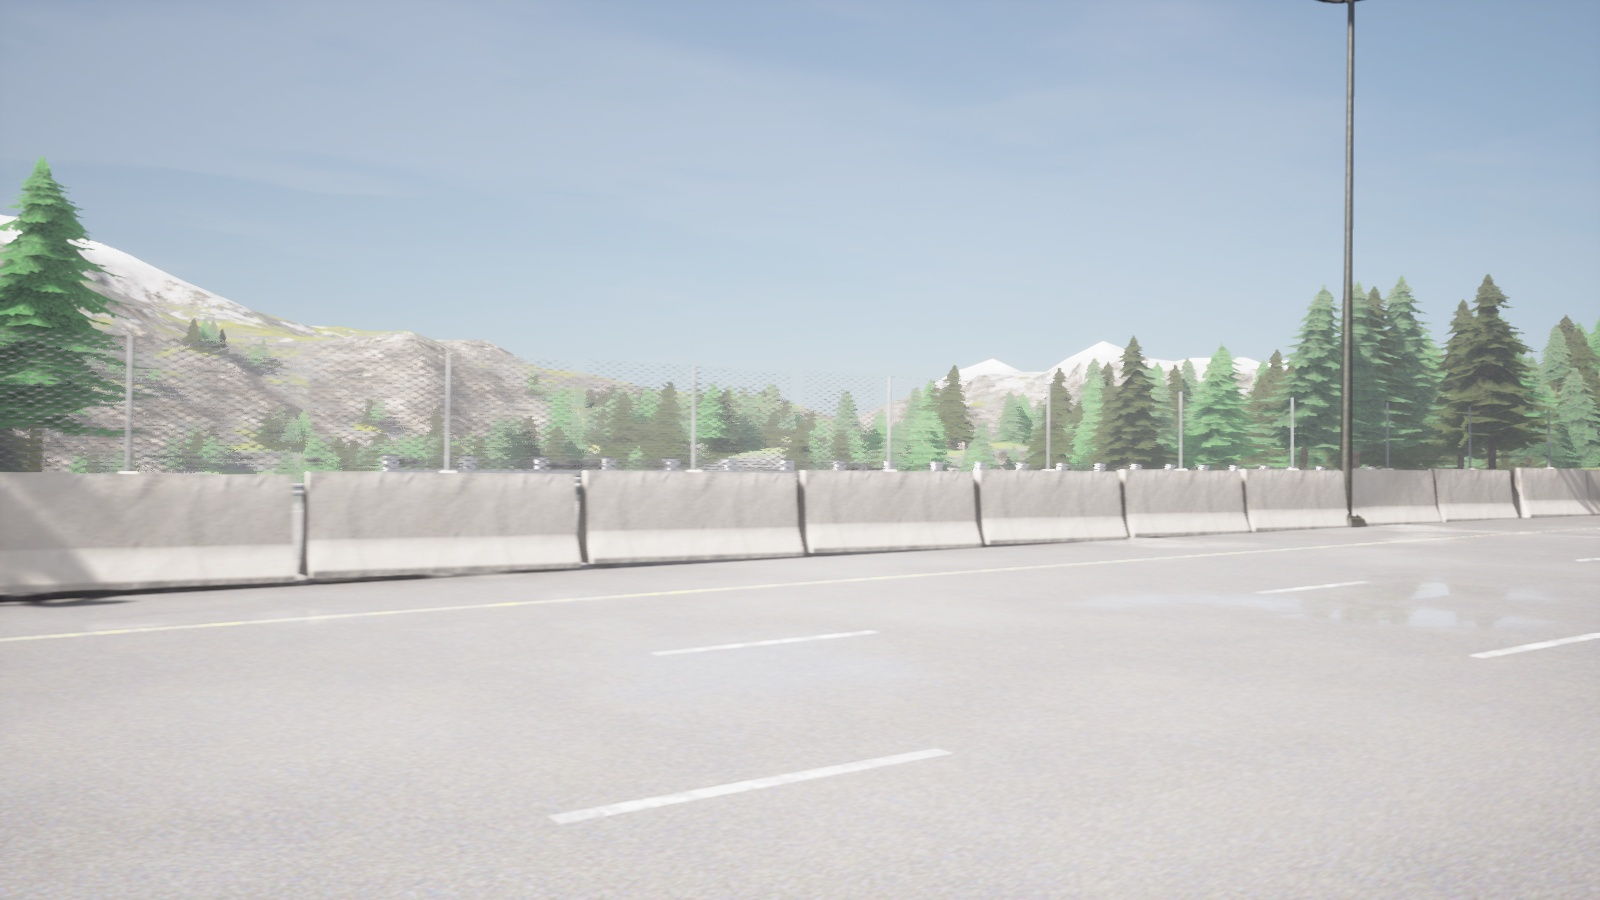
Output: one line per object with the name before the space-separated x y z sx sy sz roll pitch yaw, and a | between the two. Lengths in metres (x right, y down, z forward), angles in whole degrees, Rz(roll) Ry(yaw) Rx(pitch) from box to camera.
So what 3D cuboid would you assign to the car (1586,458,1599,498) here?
car | 31.729 1.063 47.063 4.792 1.488 2.163 1 -1 -35
